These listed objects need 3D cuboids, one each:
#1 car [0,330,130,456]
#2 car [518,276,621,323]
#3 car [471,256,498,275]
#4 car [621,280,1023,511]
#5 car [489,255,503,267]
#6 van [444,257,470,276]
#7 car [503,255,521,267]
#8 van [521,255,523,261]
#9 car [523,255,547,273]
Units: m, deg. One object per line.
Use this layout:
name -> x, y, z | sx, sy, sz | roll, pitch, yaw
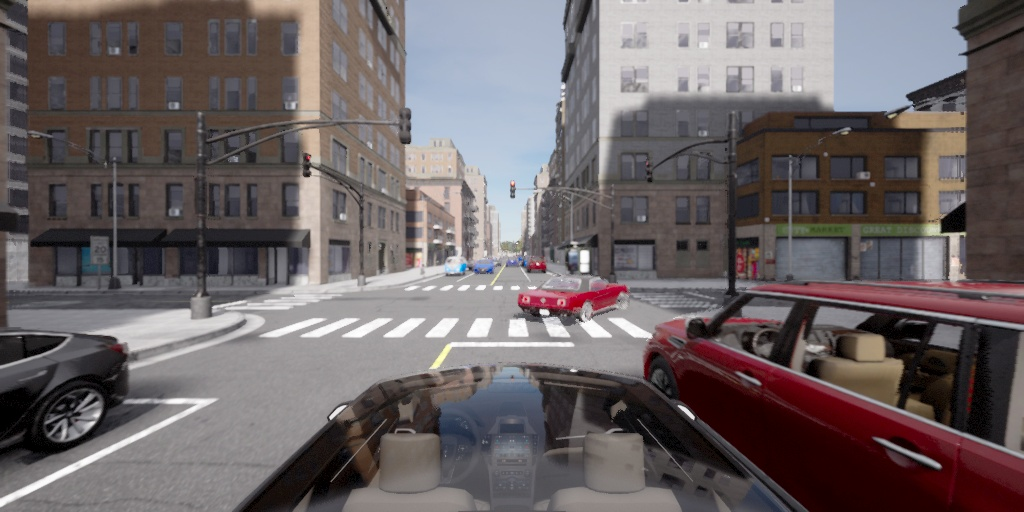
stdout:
car -> -5.388, 1.313, 2.473 | 1.948, 1.339, 4.313 | 0, 0, 0
car -> 2.294, 1.308, 12.094 | 1.895, 1.301, 4.718 | 0, 1, 37
car -> -2.841, 1.107, 37.555 | 1.882, 1.535, 5.008 | 0, 0, 0
car -> 2.637, 1.062, 2.472 | 2.192, 1.841, 5.009 | 0, 0, 0
car -> -2.755, 1.039, 61.854 | 2.128, 1.511, 4.902 | 0, 0, 0
van -> -5.403, 0.981, 34.437 | 1.690, 1.789, 3.998 | 0, 0, 0
car -> 0.058, 0.908, 59.178 | 2.097, 1.767, 4.553 | 0, 0, 1
van -> 2.698, 0.907, 56.062 | 1.690, 1.789, 3.998 | 0, 0, 0
car -> 2.711, 0.937, 39.843 | 2.192, 1.841, 5.009 | 0, 0, 0
